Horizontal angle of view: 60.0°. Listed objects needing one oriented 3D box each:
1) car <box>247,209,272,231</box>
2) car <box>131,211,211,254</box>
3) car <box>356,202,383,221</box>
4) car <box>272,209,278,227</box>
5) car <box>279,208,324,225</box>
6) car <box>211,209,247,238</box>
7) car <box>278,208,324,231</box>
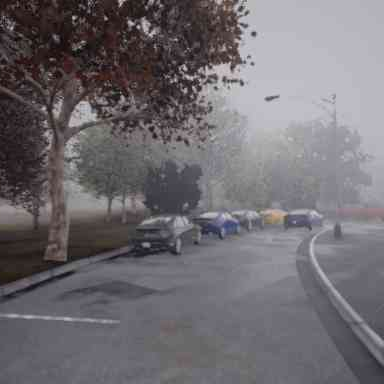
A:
[{"bbox_3d":[4.015,2.058,25.041,2.231,1.521,4.892,-2,-3,30],"label":"car"},{"bbox_3d":[-0.968,1.721,14.641,2.231,1.521,4.892,-1,-1,18],"label":"car"},{"bbox_3d":[21.293,2.130,37.065,5.566,2.045,2.150,1,-4,-32],"label":"car"},{"bbox_3d":[7.281,2.260,29.580,2.097,1.535,5.008,-3,-3,38],"label":"car"},{"bbox_3d":[11.164,2.428,33.805,4.892,1.521,2.231,2,-5,-43],"label":"car"},{"bbox_3d":[1.450,1.874,19.978,2.097,1.535,5.008,-2,-3,24],"label":"car"},{"bbox_3d":[8.381,1.987,24.715,1.882,1.535,5.008,-3,-3,34],"label":"car"}]
